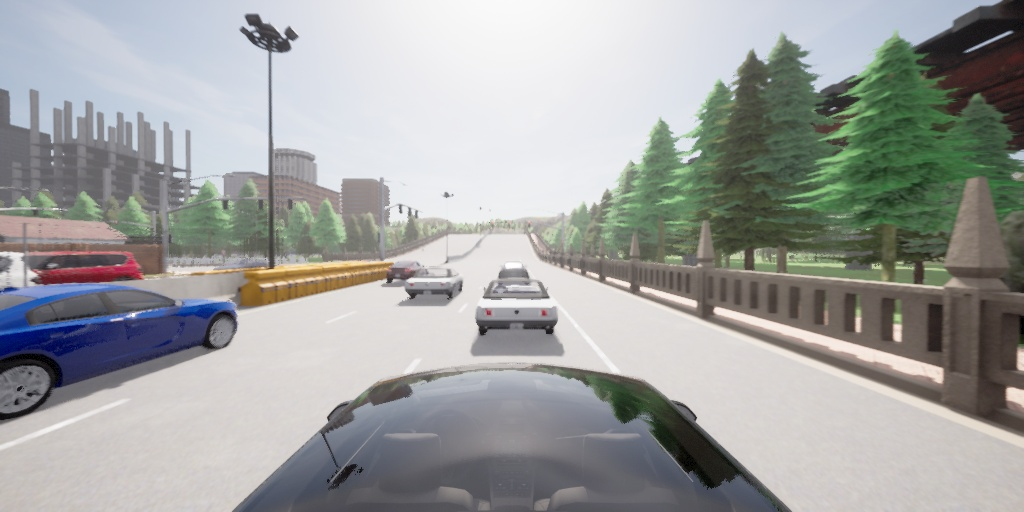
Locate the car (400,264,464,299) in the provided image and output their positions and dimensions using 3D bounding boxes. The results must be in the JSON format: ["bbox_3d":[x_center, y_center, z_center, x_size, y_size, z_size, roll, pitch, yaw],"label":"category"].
[{"bbox_3d":[-3.396,1.161,16.623,1.895,1.301,4.718,0,1,0],"label":"car"}]

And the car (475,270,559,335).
[{"bbox_3d":[0.103,1.244,10.106,1.895,1.301,4.718,0,1,0],"label":"car"}]

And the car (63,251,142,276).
[{"bbox_3d":[-17.591,0.820,13.687,2.150,2.045,5.566,0,1,0],"label":"car"}]

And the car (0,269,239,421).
[{"bbox_3d":[-6.897,1.176,5.775,1.882,1.535,5.008,0,1,0],"label":"car"}]

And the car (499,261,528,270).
[{"bbox_3d":[0.106,1.030,24.006,1.994,1.385,4.181,0,1,0],"label":"car"}]

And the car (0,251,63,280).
[{"bbox_3d":[-14.098,0.898,7.552,2.150,2.045,5.566,0,1,0],"label":"car"}]

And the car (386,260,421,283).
[{"bbox_3d":[-6.895,0.994,23.888,1.812,1.442,4.674,0,1,0],"label":"car"}]

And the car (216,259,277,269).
[{"bbox_3d":[-21.004,0.956,28.604,2.033,1.411,5.357,0,1,-3],"label":"car"}]
